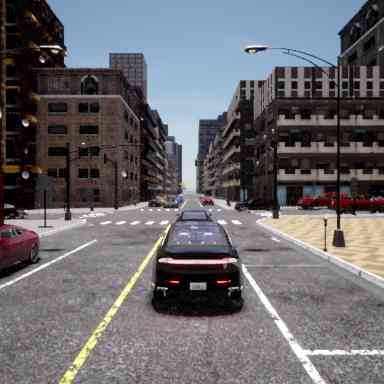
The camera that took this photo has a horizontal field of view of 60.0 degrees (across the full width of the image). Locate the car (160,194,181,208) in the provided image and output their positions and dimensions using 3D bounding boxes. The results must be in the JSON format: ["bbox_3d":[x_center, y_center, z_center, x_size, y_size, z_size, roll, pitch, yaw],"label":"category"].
[{"bbox_3d":[-3.019,1.365,48.203,2.097,1.767,4.553,0,0,0],"label":"car"}]

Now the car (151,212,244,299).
[{"bbox_3d":[0.110,1.491,8.439,2.128,1.511,4.902,0,0,0],"label":"car"}]

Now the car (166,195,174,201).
[{"bbox_3d":[-5.609,1.481,85.351,1.967,1.590,4.097,0,0,0],"label":"car"}]

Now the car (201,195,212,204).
[{"bbox_3d":[2.750,1.462,62.614,1.967,1.590,4.097,0,0,0],"label":"car"}]

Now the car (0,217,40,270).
[{"bbox_3d":[-5.732,1.582,9.232,1.802,1.307,4.206,0,0,0],"label":"car"}]

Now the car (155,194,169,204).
[{"bbox_3d":[-5.631,1.337,62.620,2.192,1.841,5.009,0,0,0],"label":"car"}]

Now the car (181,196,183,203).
[{"bbox_3d":[-3.024,1.620,58.136,1.895,1.301,4.718,0,0,0],"label":"car"}]

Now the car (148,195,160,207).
[{"bbox_3d":[-5.641,1.581,51.255,1.947,1.339,4.313,0,0,0],"label":"car"}]

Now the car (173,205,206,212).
[{"bbox_3d":[0.115,1.565,17.054,1.994,1.385,4.181,0,0,0],"label":"car"}]

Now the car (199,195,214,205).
[{"bbox_3d":[2.744,1.458,56.932,1.967,1.590,4.097,0,0,0],"label":"car"}]

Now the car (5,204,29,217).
[{"bbox_3d":[-18.140,1.806,31.524,4.902,1.511,2.128,-1,0,0],"label":"car"}]

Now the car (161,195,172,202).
[{"bbox_3d":[-5.620,1.470,73.985,1.967,1.590,4.097,0,0,0],"label":"car"}]

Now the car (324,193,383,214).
[{"bbox_3d":[14.722,1.029,29.173,5.009,1.841,2.192,-1,1,0],"label":"car"}]

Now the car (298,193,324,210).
[{"bbox_3d":[14.595,1.015,37.552,5.009,1.841,2.192,-1,1,0],"label":"car"}]

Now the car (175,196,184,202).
[{"bbox_3d":[-2.924,1.572,79.072,2.033,1.411,5.357,0,0,0],"label":"car"}]

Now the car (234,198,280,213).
[{"bbox_3d":[6.791,1.375,34.920,4.674,1.442,1.812,-1,0,0],"label":"car"}]
